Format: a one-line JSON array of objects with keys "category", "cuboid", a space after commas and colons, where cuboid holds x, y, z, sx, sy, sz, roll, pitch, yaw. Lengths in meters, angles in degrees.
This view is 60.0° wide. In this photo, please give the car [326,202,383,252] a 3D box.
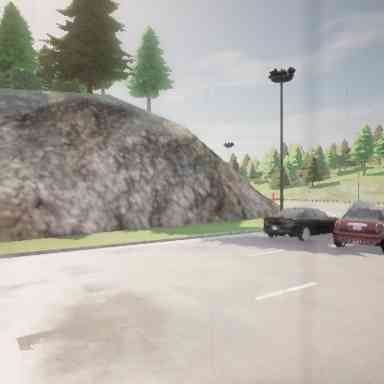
[{"category": "car", "cuboid": [7.857, 1.366, 13.916, 4.553, 1.767, 2.097, 0, 0, -40]}]

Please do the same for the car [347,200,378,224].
[{"category": "car", "cuboid": [13.307, 1.485, 25.735, 1.882, 1.535, 5.008, 0, 0, 30]}]

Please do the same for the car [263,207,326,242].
[{"category": "car", "cuboid": [5.629, 1.485, 16.615, 5.008, 1.535, 1.882, 0, 0, -40]}]
